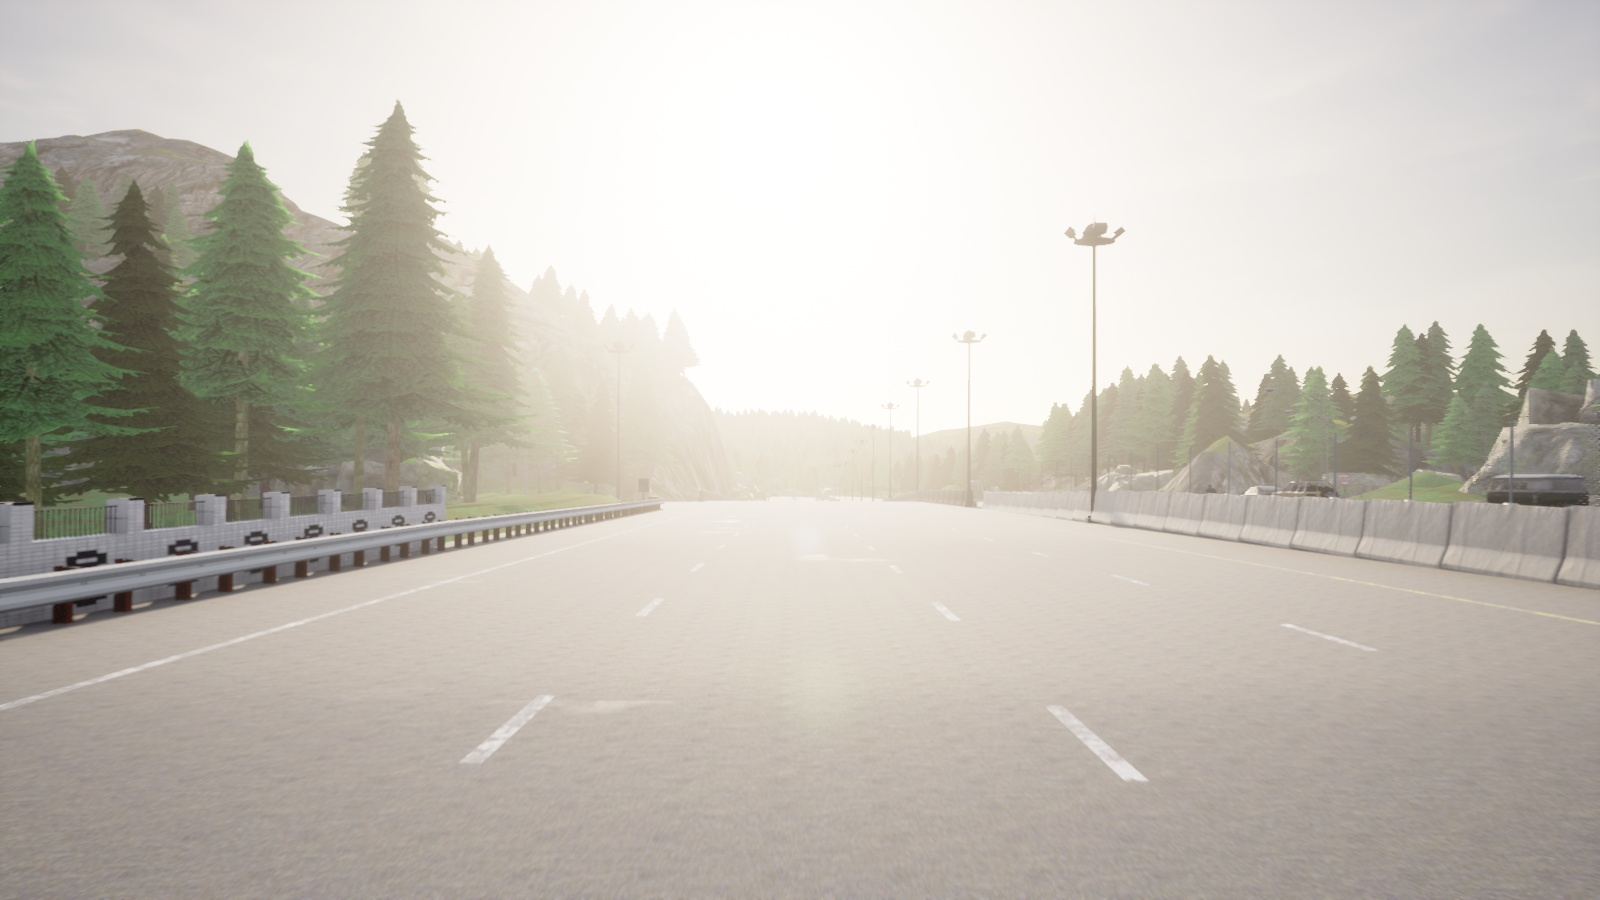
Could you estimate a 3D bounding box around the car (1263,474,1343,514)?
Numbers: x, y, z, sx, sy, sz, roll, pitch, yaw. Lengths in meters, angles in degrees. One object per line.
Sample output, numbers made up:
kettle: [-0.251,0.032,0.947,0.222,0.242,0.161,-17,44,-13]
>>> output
car: [24.323,2.119,60.909,1.932,1.855,4.605,0,-2,-1]

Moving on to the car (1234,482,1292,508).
car: [27.883,2.698,75.785,1.837,1.490,4.892,-1,-2,2]

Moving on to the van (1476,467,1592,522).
van: [27.885,1.685,47.879,1.775,1.987,4.442,0,-2,0]
